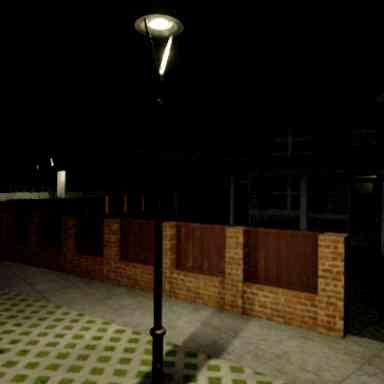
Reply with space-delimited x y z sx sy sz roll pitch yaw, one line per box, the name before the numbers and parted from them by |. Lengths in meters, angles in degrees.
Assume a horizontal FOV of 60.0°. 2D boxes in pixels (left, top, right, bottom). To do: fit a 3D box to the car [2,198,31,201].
car | -12.251 1.121 23.203 2.033 1.411 5.357 1 2 39
